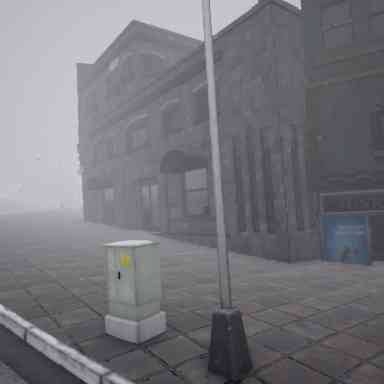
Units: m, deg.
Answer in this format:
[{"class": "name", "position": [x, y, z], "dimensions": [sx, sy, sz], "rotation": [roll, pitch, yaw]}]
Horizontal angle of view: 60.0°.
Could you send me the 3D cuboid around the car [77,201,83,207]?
[{"class": "car", "position": [-25.217, 2.929, 77.977], "dimensions": [2.128, 1.511, 4.902], "rotation": [-4, -2, 4]}]
